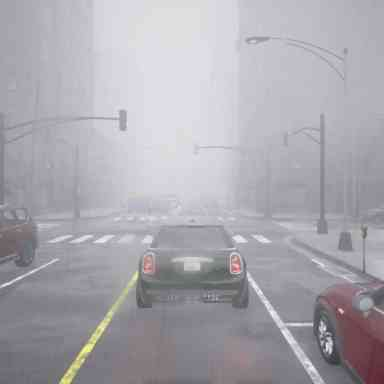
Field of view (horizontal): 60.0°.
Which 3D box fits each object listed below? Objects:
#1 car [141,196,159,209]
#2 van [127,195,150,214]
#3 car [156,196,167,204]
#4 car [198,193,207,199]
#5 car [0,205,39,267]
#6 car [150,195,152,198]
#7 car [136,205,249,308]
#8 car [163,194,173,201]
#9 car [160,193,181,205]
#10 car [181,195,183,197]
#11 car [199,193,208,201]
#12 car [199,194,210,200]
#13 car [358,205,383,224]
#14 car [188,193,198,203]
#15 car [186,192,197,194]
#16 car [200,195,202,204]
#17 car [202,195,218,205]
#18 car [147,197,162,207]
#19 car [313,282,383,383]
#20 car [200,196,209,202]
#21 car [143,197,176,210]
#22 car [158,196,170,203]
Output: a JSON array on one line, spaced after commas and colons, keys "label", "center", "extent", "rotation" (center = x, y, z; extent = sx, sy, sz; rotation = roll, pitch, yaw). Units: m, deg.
[{"label": "car", "center": [-5.822, 1.434, 46.774], "extent": [1.967, 1.590, 4.097], "rotation": [0, 0, 0]}, {"label": "van", "center": [-5.830, 1.337, 35.582], "extent": [1.690, 1.788, 3.998], "rotation": [0, 0, 0]}, {"label": "car", "center": [-5.808, 1.516, 63.392], "extent": [1.752, 1.417, 4.829], "rotation": [0, 0, 0]}, {"label": "car", "center": [2.718, 1.305, 63.574], "extent": [2.192, 1.841, 5.009], "rotation": [0, 0, 0]}, {"label": "car", "center": [-5.852, 1.315, 8.635], "extent": [2.192, 1.841, 5.009], "rotation": [0, 0, 0]}, {"label": "car", "center": [-5.826, 1.310, 41.179], "extent": [2.192, 1.841, 5.009], "rotation": [0, 0, 0]}, {"label": "car", "center": [0.016, 1.352, 8.056], "extent": [2.097, 1.767, 4.553], "rotation": [0, 0, 0]}, {"label": "car", "center": [-5.795, 1.302, 80.349], "extent": [2.192, 1.841, 5.009], "rotation": [0, 0, 0]}, {"label": "car", "center": [-3.064, 1.217, 45.813], "extent": [2.150, 2.045, 5.566], "rotation": [0, 0, 0]}, {"label": "car", "center": [-3.039, 1.593, 56.524], "extent": [1.895, 1.301, 4.718], "rotation": [0, 0, 0]}, {"label": "car", "center": [3.069, 1.210, 86.585], "extent": [2.150, 2.045, 5.566], "rotation": [0, 0, 0]}, {"label": "car", "center": [2.713, 1.558, 57.980], "extent": [1.947, 1.339, 4.313], "rotation": [0, 0, 0]}, {"label": "car", "center": [14.395, 1.515, 23.743], "extent": [4.674, 1.442, 1.812], "rotation": [0, 0, 1]}, {"label": "car", "center": [0.107, 1.515, 66.609], "extent": [1.812, 1.442, 4.674], "rotation": [0, 0, 0]}, {"label": "car", "center": [0.060, 1.362, 76.576], "extent": [1.812, 1.442, 4.674], "rotation": [0, 0, 0]}, {"label": "car", "center": [2.709, 1.544, 52.386], "extent": [2.008, 1.369, 4.403], "rotation": [0, 0, 0]}, {"label": "car", "center": [2.705, 1.520, 46.961], "extent": [1.752, 1.417, 4.829], "rotation": [0, 0, 0]}, {"label": "car", "center": [-5.817, 1.538, 52.370], "extent": [1.887, 1.381, 4.507], "rotation": [0, 0, 0]}, {"label": "car", "center": [2.670, 1.440, 3.130], "extent": [1.967, 1.590, 4.097], "rotation": [0, 0, 0]}, {"label": "car", "center": [2.727, 1.570, 74.763], "extent": [1.802, 1.307, 4.206], "rotation": [0, 0, 0]}, {"label": "car", "center": [-3.172, 1.544, 33.909], "extent": [2.033, 1.411, 5.357], "rotation": [0, 0, 3]}, {"label": "car", "center": [-5.804, 1.540, 69.158], "extent": [2.008, 1.369, 4.403], "rotation": [0, 0, 0]}]
